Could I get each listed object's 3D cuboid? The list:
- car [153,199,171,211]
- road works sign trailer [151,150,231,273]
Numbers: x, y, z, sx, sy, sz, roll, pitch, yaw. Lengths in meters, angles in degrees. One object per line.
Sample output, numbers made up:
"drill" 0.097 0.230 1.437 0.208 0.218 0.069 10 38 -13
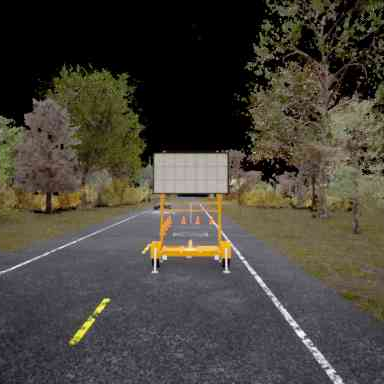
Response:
"car" -3.675 1.616 41.728 1.994 1.385 4.181 0 0 0
"road works sign trailer" -0.038 0.469 10.664 2.380 3.560 2.880 0 0 0
